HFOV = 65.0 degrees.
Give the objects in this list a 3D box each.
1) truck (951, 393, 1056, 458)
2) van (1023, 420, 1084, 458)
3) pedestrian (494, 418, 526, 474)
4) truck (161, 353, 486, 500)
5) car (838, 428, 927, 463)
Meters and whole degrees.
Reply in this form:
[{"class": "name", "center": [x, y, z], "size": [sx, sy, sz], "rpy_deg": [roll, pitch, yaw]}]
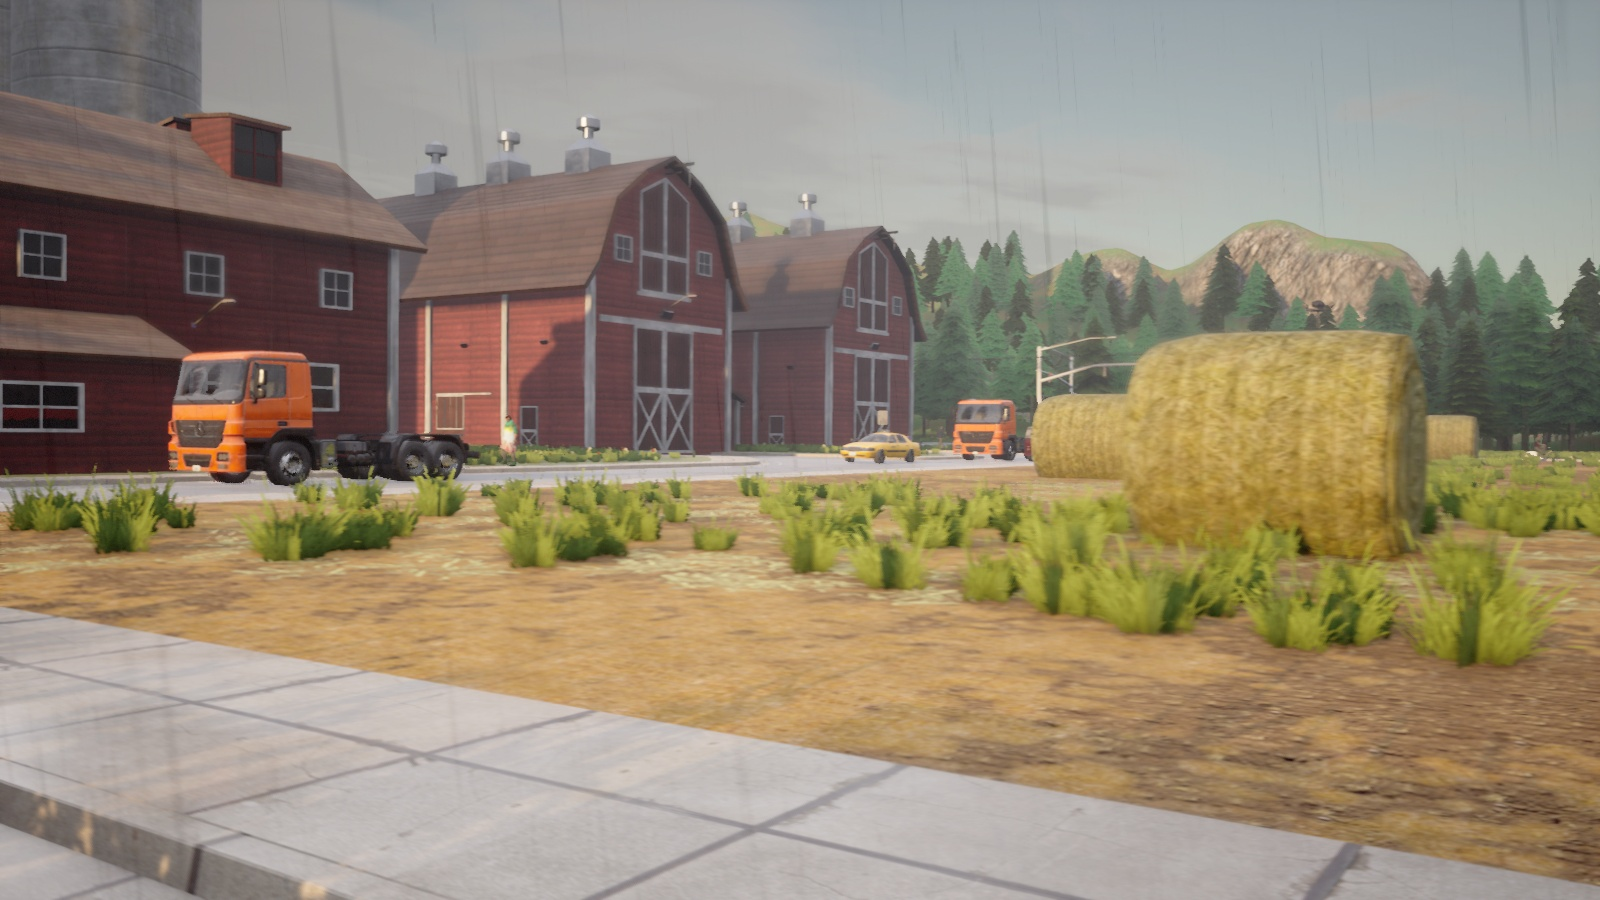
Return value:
[{"class": "truck", "center": [11.639, -1.355, 71.206], "size": [2.891, 3.462, 7.936], "rpy_deg": [0, 1, 33]}, {"class": "van", "center": [13.781, -0.596, 68.065], "size": [1.775, 1.987, 4.442], "rpy_deg": [0, 1, 33]}, {"class": "pedestrian", "center": [-10.311, -0.149, 44.642], "size": [0.659, 1.952, 0.873], "rpy_deg": [0, 1, 38]}, {"class": "truck", "center": [-12.460, -0.624, 33.704], "size": [2.891, 3.462, 7.936], "rpy_deg": [0, 1, 33]}, {"class": "car", "center": [3.937, -0.261, 59.215], "size": [1.801, 1.575, 5.366], "rpy_deg": [1, 2, 33]}]
